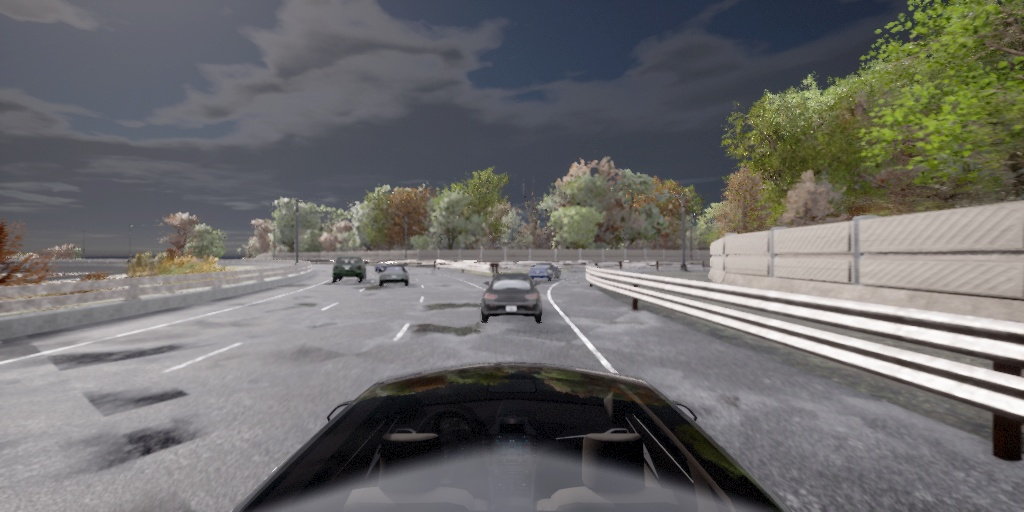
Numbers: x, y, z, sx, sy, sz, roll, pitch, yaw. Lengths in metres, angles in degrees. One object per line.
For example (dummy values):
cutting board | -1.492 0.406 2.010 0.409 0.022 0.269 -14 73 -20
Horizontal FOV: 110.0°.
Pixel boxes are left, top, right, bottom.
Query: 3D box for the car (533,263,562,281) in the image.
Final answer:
car | 2.877 1.337 30.395 2.033 1.411 5.357 0 0 20

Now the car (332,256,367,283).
car | -13.137 1.012 29.136 2.150 2.045 5.566 0 0 -19

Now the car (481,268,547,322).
car | 0.011 1.290 12.182 1.812 1.442 4.674 0 0 1

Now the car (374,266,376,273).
car | -15.210 1.411 42.726 1.895 1.301 4.718 0 0 -27

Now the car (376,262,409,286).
car | -8.470 1.349 25.921 1.994 1.385 4.181 0 0 -17
